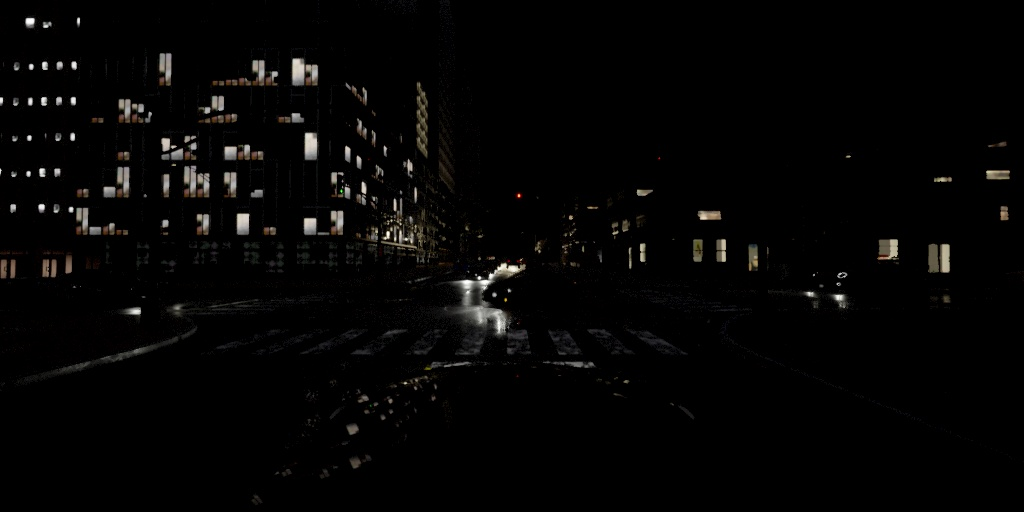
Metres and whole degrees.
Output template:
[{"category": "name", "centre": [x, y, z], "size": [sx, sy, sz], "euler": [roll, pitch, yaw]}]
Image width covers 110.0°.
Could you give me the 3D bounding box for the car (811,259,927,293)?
[{"category": "car", "centre": [18.279, 0.951, 18.568], "size": [4.553, 1.767, 2.097], "euler": [-1, -1, 1]}]

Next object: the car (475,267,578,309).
[{"category": "car", "centre": [0.852, 1.323, 15.159], "size": [4.181, 1.385, 1.994], "euler": [0, 0, -39]}]

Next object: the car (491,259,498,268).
[{"category": "car", "centre": [-3.024, 1.333, 42.020], "size": [1.994, 1.385, 4.181], "euler": [0, 0, 0]}]

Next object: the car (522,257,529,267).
[{"category": "car", "centre": [2.774, 1.086, 46.320], "size": [2.192, 1.841, 5.009], "euler": [0, 0, 0]}]

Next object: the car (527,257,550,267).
[{"category": "car", "centre": [2.753, 1.206, 34.972], "size": [1.967, 1.591, 4.097], "euler": [0, 0, 0]}]

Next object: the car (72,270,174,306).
[{"category": "car", "centre": [-17.867, 1.364, 15.783], "size": [5.008, 1.535, 1.882], "euler": [-1, -1, 1]}]

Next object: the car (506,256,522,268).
[{"category": "car", "centre": [0.209, 0.998, 60.379], "size": [2.150, 2.045, 5.566], "euler": [0, 0, 0]}]

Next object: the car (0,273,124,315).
[{"category": "car", "centre": [-17.398, 1.416, 13.170], "size": [4.207, 1.307, 1.802], "euler": [0, 0, 1]}]

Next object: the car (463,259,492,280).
[{"category": "car", "centre": [-3.017, 1.291, 32.072], "size": [1.812, 1.442, 4.674], "euler": [0, 0, -1]}]

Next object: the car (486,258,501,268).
[{"category": "car", "centre": [-3.002, 1.321, 52.300], "size": [2.033, 1.411, 5.357], "euler": [0, 0, 0]}]

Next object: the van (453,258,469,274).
[{"category": "van", "centre": [-5.618, 1.109, 40.623], "size": [1.690, 1.789, 3.998], "euler": [0, 0, 0]}]

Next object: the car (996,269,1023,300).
[{"category": "car", "centre": [20.710, 0.998, 12.734], "size": [4.829, 1.417, 1.751], "euler": [0, 0, 1]}]
